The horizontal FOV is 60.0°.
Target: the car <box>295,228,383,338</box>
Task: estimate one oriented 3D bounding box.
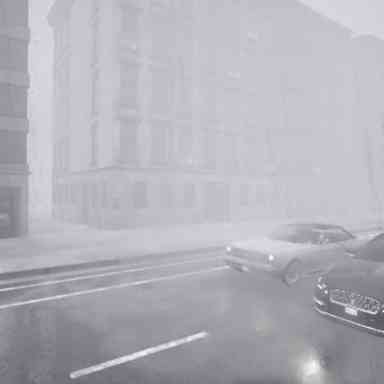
[{"bbox_3d":[4.303,1.485,6.243,4.892,1.490,1.837,0,0,-35],"label":"car"}]

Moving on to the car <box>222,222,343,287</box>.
[{"bbox_3d":[3.131,1.573,9.395,4.718,1.301,1.895,0,0,-35],"label":"car"}]
